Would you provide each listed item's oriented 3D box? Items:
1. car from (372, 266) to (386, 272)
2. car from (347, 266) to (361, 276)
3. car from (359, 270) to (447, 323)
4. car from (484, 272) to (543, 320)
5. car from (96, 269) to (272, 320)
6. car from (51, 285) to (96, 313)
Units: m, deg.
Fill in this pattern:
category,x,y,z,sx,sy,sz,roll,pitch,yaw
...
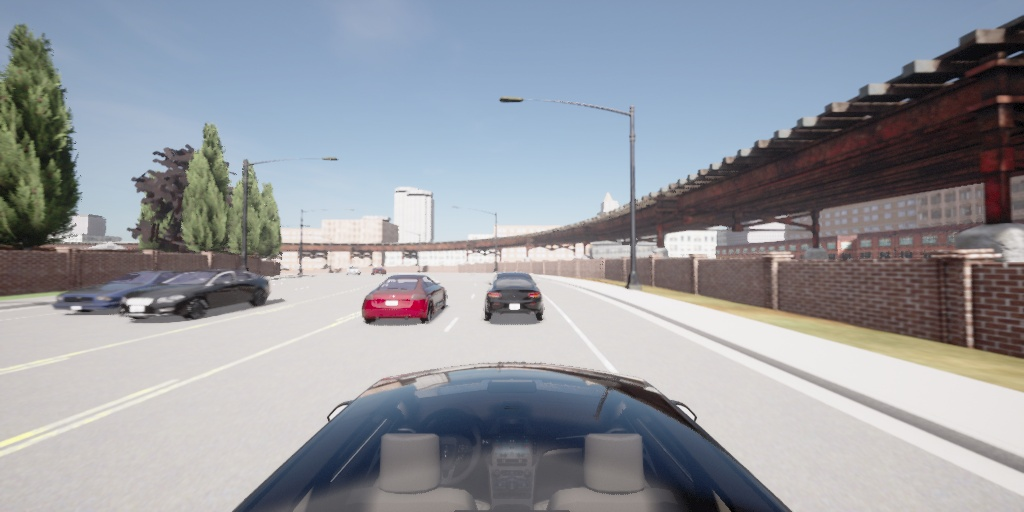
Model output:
category,x,y,z,sx,sy,sz,roll,pitch,yaw
car,-20.212,2.259,54.549,1.994,1.385,4.181,1,-3,-24
car,-23.980,2.249,54.337,1.812,1.442,4.674,1,-3,-26
car,-3.466,1.309,12.205,1.994,1.385,4.181,0,0,-1
car,0.011,1.272,12.506,1.812,1.442,4.674,0,0,-2
car,-10.722,1.236,12.647,2.128,1.511,4.902,0,0,-1
car,-14.211,1.287,14.291,2.033,1.411,5.357,0,0,-2
